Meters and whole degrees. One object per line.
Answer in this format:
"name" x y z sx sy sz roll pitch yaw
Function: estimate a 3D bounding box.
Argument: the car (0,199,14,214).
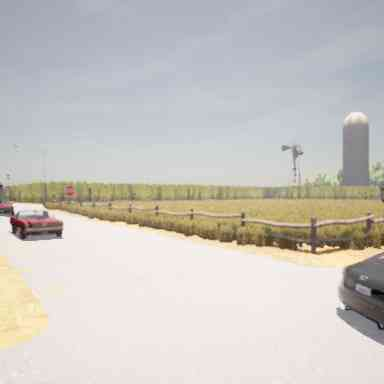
"car" -18.219 1.414 31.629 1.882 1.535 5.008 0 0 -35

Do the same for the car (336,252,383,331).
"car" 4.758 1.560 5.726 4.181 1.385 1.994 0 0 -9

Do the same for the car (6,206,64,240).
"car" -8.101 1.599 17.205 1.895 1.301 4.718 0 0 -35
